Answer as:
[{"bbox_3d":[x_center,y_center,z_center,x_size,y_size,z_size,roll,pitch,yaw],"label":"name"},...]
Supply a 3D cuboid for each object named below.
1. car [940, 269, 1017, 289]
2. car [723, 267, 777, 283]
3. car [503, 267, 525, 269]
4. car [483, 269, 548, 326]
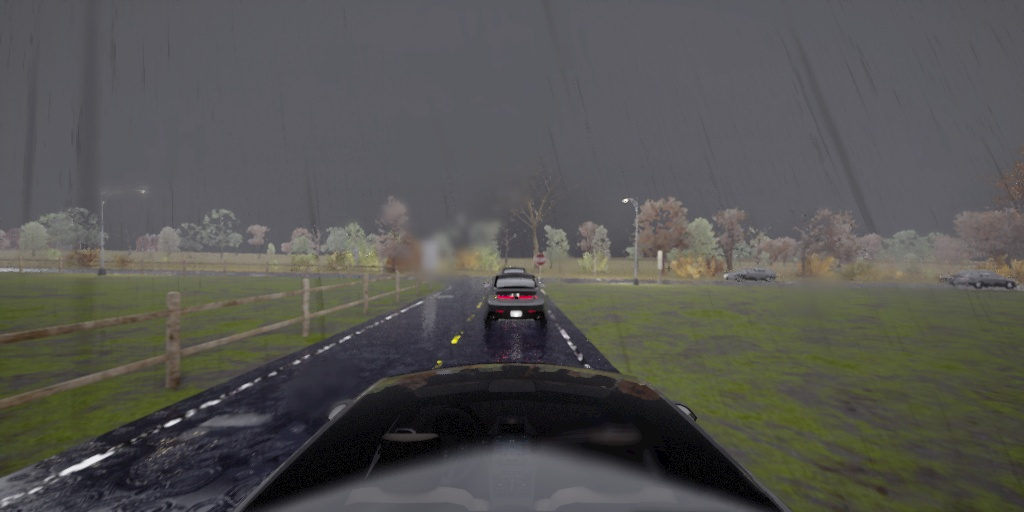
[{"bbox_3d":[44.333,2.305,33.787,4.902,1.511,2.128,1,0,1],"label":"car"},{"bbox_3d":[24.292,1.932,36.731,4.902,1.511,2.128,1,0,0],"label":"car"},{"bbox_3d":[0.150,1.393,21.120,1.837,1.490,4.892,0,0,2],"label":"car"},{"bbox_3d":[0.103,1.326,11.933,1.837,1.490,4.892,0,-1,0],"label":"car"}]
